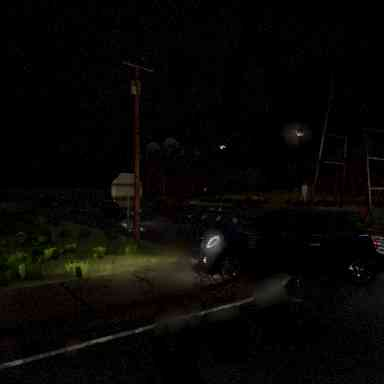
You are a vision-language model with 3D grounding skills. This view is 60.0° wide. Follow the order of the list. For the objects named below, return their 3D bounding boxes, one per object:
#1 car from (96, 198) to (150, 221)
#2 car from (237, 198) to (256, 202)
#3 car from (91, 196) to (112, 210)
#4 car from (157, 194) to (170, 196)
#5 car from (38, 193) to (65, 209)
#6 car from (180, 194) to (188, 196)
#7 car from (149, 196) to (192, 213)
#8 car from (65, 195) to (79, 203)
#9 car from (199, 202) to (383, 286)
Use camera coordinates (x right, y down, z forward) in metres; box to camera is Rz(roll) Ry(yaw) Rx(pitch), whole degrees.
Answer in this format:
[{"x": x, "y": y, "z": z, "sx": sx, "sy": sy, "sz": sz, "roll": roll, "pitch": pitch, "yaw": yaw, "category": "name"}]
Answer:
[{"x": -5.750, "y": 1.483, "z": 27.269, "sx": 2.128, "sy": 1.511, "sz": 4.902, "roll": 0, "pitch": 0, "yaw": -37, "category": "car"}, {"x": 7.518, "y": 1.499, "z": 44.685, "sx": 3.905, "sy": 1.438, "sz": 1.784, "roll": 0, "pitch": 0, "yaw": -36, "category": "car"}, {"x": -10.470, "y": 1.517, "z": 39.650, "sx": 1.812, "sy": 1.442, "sz": 4.674, "roll": 0, "pitch": 0, "yaw": -37, "category": "car"}, {"x": -5.935, "y": 1.288, "z": 62.695, "sx": 4.605, "sy": 1.855, "sz": 1.932, "roll": 0, "pitch": 0, "yaw": -36, "category": "car"}, {"x": -19.915, "y": 1.219, "z": 46.463, "sx": 2.150, "sy": 2.045, "sz": 5.566, "roll": 0, "pitch": 0, "yaw": -36, "category": "car"}, {"x": -2.060, "y": 1.463, "z": 95.588, "sx": 1.837, "sy": 1.490, "sz": 4.892, "roll": 0, "pitch": 0, "yaw": -36, "category": "car"}, {"x": -2.144, "y": 1.492, "z": 36.107, "sx": 4.193, "sy": 1.474, "sz": 1.816, "roll": 0, "pitch": 0, "yaw": -36, "category": "car"}, {"x": -24.915, "y": 1.467, "z": 66.144, "sx": 4.611, "sy": 1.667, "sz": 2.242, "roll": 0, "pitch": 0, "yaw": -36, "category": "car"}, {"x": 2.476, "y": 1.300, "z": 9.020, "sx": 4.553, "sy": 1.767, "sz": 2.097, "roll": 1, "pitch": 1, "yaw": 4, "category": "car"}]
